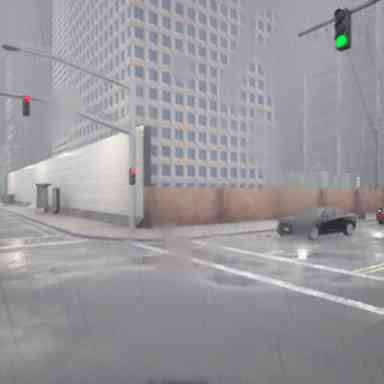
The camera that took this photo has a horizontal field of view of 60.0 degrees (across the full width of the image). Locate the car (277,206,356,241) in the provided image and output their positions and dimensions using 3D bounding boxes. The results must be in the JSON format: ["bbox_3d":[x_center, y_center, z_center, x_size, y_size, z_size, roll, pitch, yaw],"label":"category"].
[{"bbox_3d":[6.515,1.507,17.231,5.008,1.535,1.882,0,0,-35],"label":"car"}]

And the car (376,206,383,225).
[{"bbox_3d":[15.208,1.251,23.418,5.566,2.045,2.150,0,0,-36],"label":"car"}]
